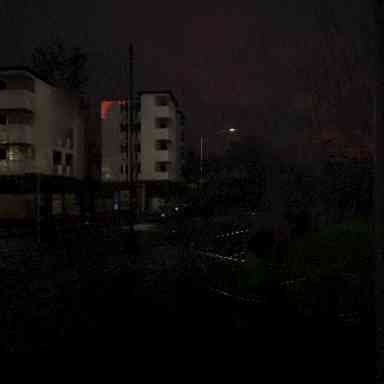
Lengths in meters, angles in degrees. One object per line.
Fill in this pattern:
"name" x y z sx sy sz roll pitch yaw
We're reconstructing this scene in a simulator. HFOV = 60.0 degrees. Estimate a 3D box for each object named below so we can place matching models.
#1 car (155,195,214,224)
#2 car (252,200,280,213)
"car" -0.424 1.269 25.639 2.150 2.045 5.566 0 0 36
"car" 8.528 1.609 38.140 1.994 1.385 4.181 0 0 36
